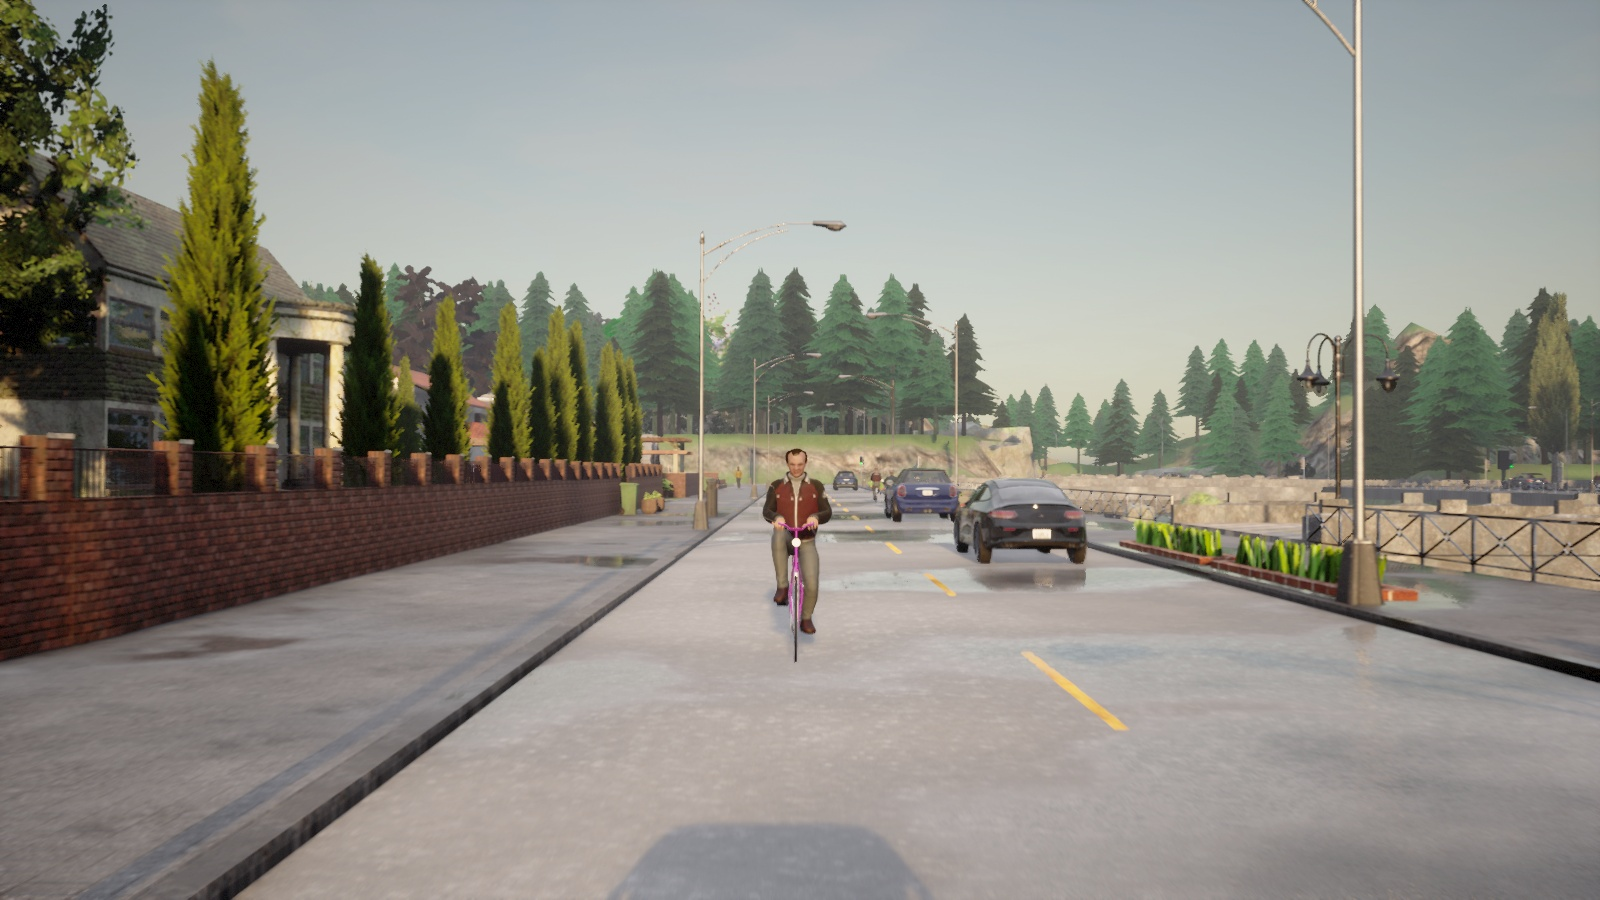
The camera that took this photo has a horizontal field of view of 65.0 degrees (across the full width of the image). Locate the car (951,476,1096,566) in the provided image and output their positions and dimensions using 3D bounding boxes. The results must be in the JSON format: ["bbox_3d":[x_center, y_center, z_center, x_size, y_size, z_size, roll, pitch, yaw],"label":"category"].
[{"bbox_3d":[3.946,1.209,22.933,1.812,1.442,4.674,0,-1,0],"label":"car"}]

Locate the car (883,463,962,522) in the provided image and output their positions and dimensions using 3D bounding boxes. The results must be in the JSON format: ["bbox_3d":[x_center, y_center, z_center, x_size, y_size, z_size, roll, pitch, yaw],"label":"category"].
[{"bbox_3d":[3.903,1.339,40.716,2.097,1.767,4.553,0,-1,0],"label":"car"}]

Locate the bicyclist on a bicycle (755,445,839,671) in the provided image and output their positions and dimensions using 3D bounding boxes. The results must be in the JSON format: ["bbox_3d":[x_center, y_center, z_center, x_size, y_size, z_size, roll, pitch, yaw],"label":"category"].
[{"bbox_3d":[-0.026,0.866,10.789,0.659,1.776,1.843,0,-1,0],"label":"bicyclist on a bicycle"}]
